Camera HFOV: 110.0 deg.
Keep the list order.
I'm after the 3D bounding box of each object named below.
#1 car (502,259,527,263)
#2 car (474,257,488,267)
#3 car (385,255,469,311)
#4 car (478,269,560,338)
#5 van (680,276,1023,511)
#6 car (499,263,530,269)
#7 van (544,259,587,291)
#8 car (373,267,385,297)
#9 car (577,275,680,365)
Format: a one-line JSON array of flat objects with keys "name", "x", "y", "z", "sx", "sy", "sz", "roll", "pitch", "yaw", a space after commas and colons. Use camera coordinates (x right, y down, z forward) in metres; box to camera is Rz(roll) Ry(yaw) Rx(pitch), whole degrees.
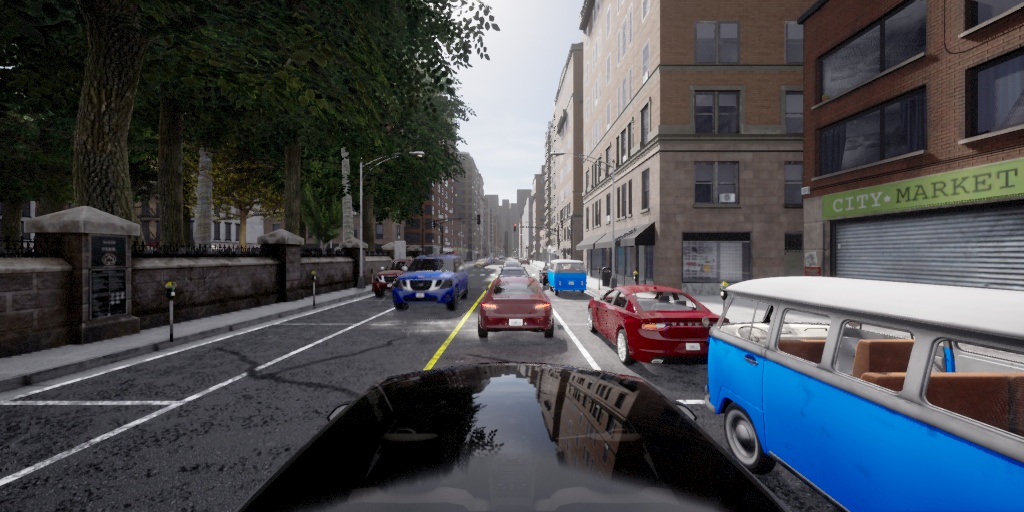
[{"name": "car", "x": 0.020, "y": 1.242, "z": 29.417, "sx": 1.837, "sy": 1.490, "sz": 4.892, "roll": 0, "pitch": 0, "yaw": 0}, {"name": "car", "x": -5.633, "y": 1.229, "z": 62.696, "sx": 1.751, "sy": 1.417, "sz": 4.829, "roll": 0, "pitch": 0, "yaw": 0}, {"name": "car", "x": -3.086, "y": 0.969, "z": 14.810, "sx": 2.150, "sy": 2.045, "sz": 5.566, "roll": 0, "pitch": 0, "yaw": 0}, {"name": "car", "x": 0.100, "y": 1.274, "z": 10.093, "sx": 1.812, "sy": 1.442, "sz": 4.674, "roll": 0, "pitch": 0, "yaw": 0}, {"name": "van", "x": 2.857, "y": 1.091, "z": 2.230, "sx": 1.690, "sy": 1.789, "sz": 3.998, "roll": 0, "pitch": 0, "yaw": 0}, {"name": "car", "x": 0.107, "y": 1.292, "z": 19.672, "sx": 2.033, "sy": 1.411, "sz": 5.357, "roll": 0, "pitch": 0, "yaw": 1}, {"name": "van", "x": 2.867, "y": 1.086, "z": 19.212, "sx": 1.690, "sy": 1.789, "sz": 3.998, "roll": 0, "pitch": 0, "yaw": 0}, {"name": "car", "x": -5.658, "y": 1.059, "z": 19.177, "sx": 2.192, "sy": 1.841, "sz": 5.009, "roll": 0, "pitch": 0, "yaw": 0}, {"name": "car", "x": 2.860, "y": 1.294, "z": 7.891, "sx": 1.888, "sy": 1.381, "sz": 4.507, "roll": 0, "pitch": 0, "yaw": 0}]
